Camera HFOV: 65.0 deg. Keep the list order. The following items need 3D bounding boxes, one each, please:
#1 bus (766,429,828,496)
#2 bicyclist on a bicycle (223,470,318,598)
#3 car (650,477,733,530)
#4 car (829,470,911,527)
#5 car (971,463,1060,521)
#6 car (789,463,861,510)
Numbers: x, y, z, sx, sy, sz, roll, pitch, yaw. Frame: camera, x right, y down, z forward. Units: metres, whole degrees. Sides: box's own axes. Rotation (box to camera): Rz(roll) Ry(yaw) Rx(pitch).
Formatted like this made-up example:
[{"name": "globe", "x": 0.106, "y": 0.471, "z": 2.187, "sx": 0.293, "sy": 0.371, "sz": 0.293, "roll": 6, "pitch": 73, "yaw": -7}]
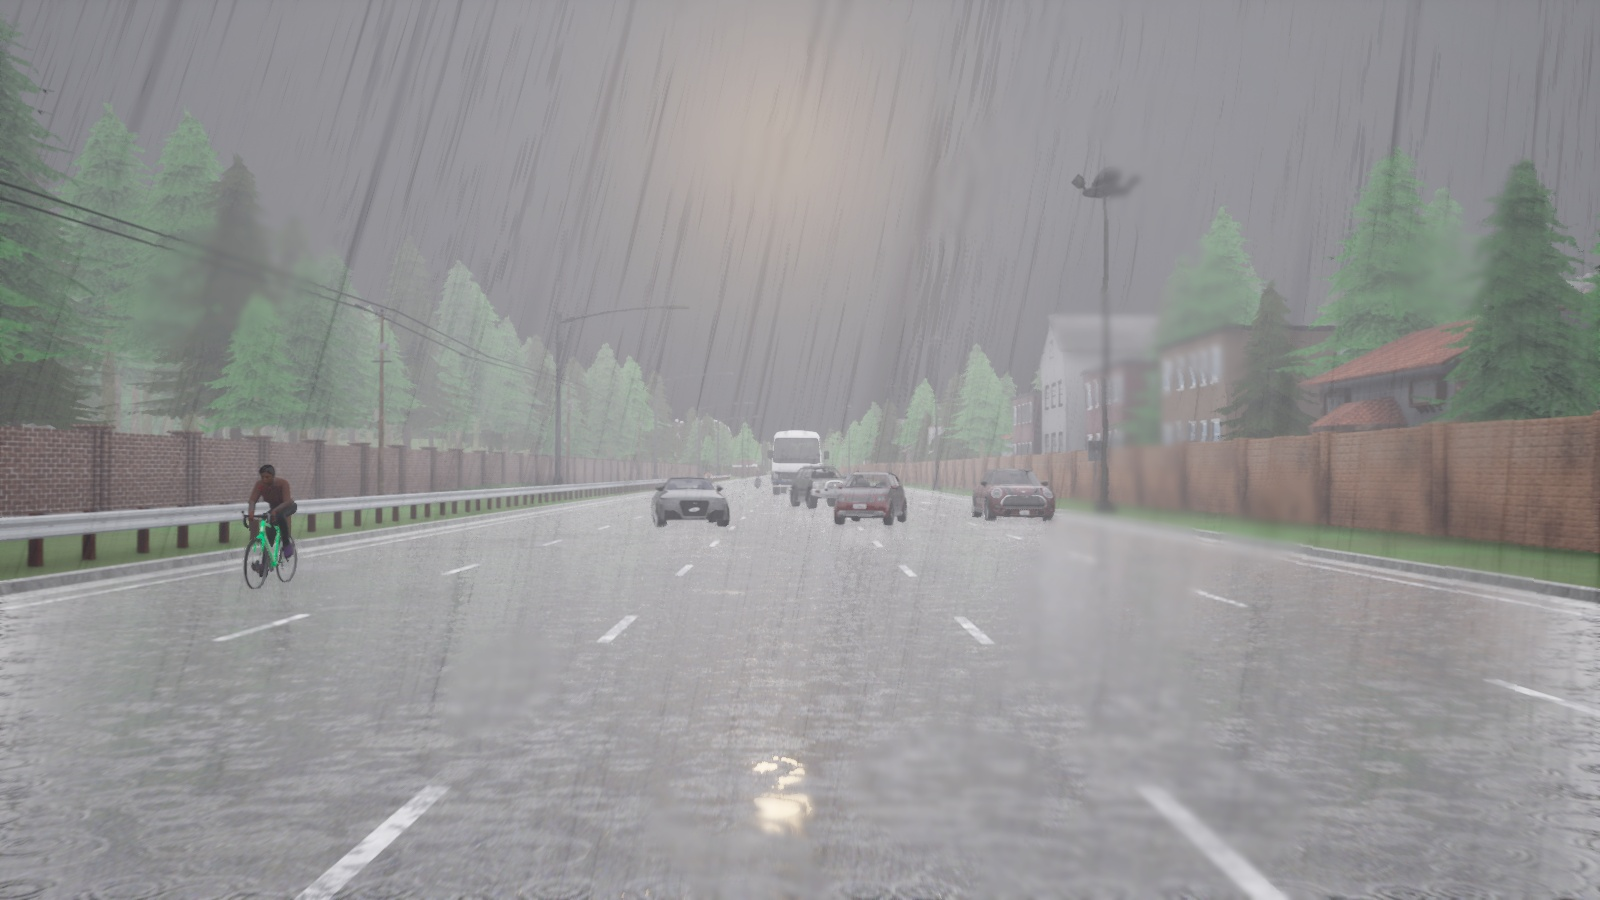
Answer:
[{"name": "bus", "x": -0.217, "y": 0.863, "z": 85.037, "sx": 3.944, "sy": 4.253, "sz": 10.273, "roll": 0, "pitch": -1, "yaw": 0}, {"name": "bicyclist on a bicycle", "x": -7.041, "y": 1.077, "z": 16.776, "sx": 0.582, "sy": 1.620, "sz": 1.656, "roll": 0, "pitch": -1, "yaw": 0}, {"name": "car", "x": -3.179, "y": 1.495, "z": 36.052, "sx": 1.994, "sy": 1.385, "sz": 4.181, "roll": 0, "pitch": -1, "yaw": -10}, {"name": "car", "x": 2.150, "y": 1.407, "z": 37.607, "sx": 1.789, "sy": 1.549, "sz": 3.705, "roll": 0, "pitch": 0, "yaw": 13}, {"name": "car", "x": 6.898, "y": 1.326, "z": 40.643, "sx": 2.097, "sy": 1.767, "sz": 4.553, "roll": 0, "pitch": -1, "yaw": 0}, {"name": "car", "x": 0.979, "y": 1.516, "z": 53.056, "sx": 1.932, "sy": 1.855, "sz": 4.605, "roll": 0, "pitch": -1, "yaw": -13}]
